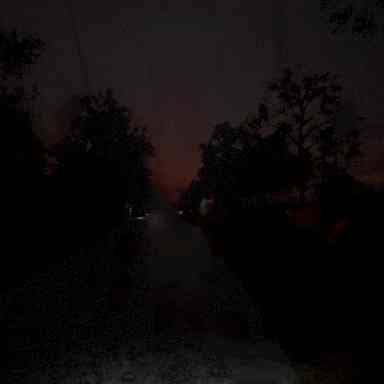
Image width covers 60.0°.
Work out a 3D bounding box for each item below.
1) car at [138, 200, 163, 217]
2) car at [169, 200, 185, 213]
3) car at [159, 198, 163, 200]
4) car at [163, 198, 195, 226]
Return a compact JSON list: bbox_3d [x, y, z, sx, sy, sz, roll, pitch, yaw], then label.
[{"bbox_3d":[-4.374,1.780,33.941,2.033,1.411,5.357,0,-1,-3],"label":"car"},{"bbox_3d":[-1.960,1.863,42.957,1.882,1.535,5.008,0,-1,-4],"label":"car"},{"bbox_3d":[-6.577,2.371,75.495,2.150,2.045,5.566,0,-2,-3],"label":"car"},{"bbox_3d":[-0.905,1.474,24.920,2.097,1.767,4.553,0,-1,-3],"label":"car"}]
